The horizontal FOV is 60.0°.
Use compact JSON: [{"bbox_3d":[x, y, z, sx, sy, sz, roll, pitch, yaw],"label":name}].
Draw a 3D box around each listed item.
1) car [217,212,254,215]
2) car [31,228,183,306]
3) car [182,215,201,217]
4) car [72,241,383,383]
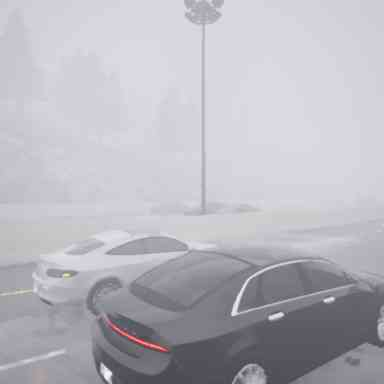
[{"bbox_3d":[3.327,1.595,24.779,4.674,1.442,1.812,0,0,-42],"label":"car"},{"bbox_3d":[-1.020,1.547,7.481,4.674,1.442,1.812,0,0,-37],"label":"car"},{"bbox_3d":[1.407,1.555,27.752,5.008,1.535,1.882,0,0,-42],"label":"car"},{"bbox_3d":[1.104,1.519,4.699,4.892,1.490,1.837,0,0,-37],"label":"car"}]
